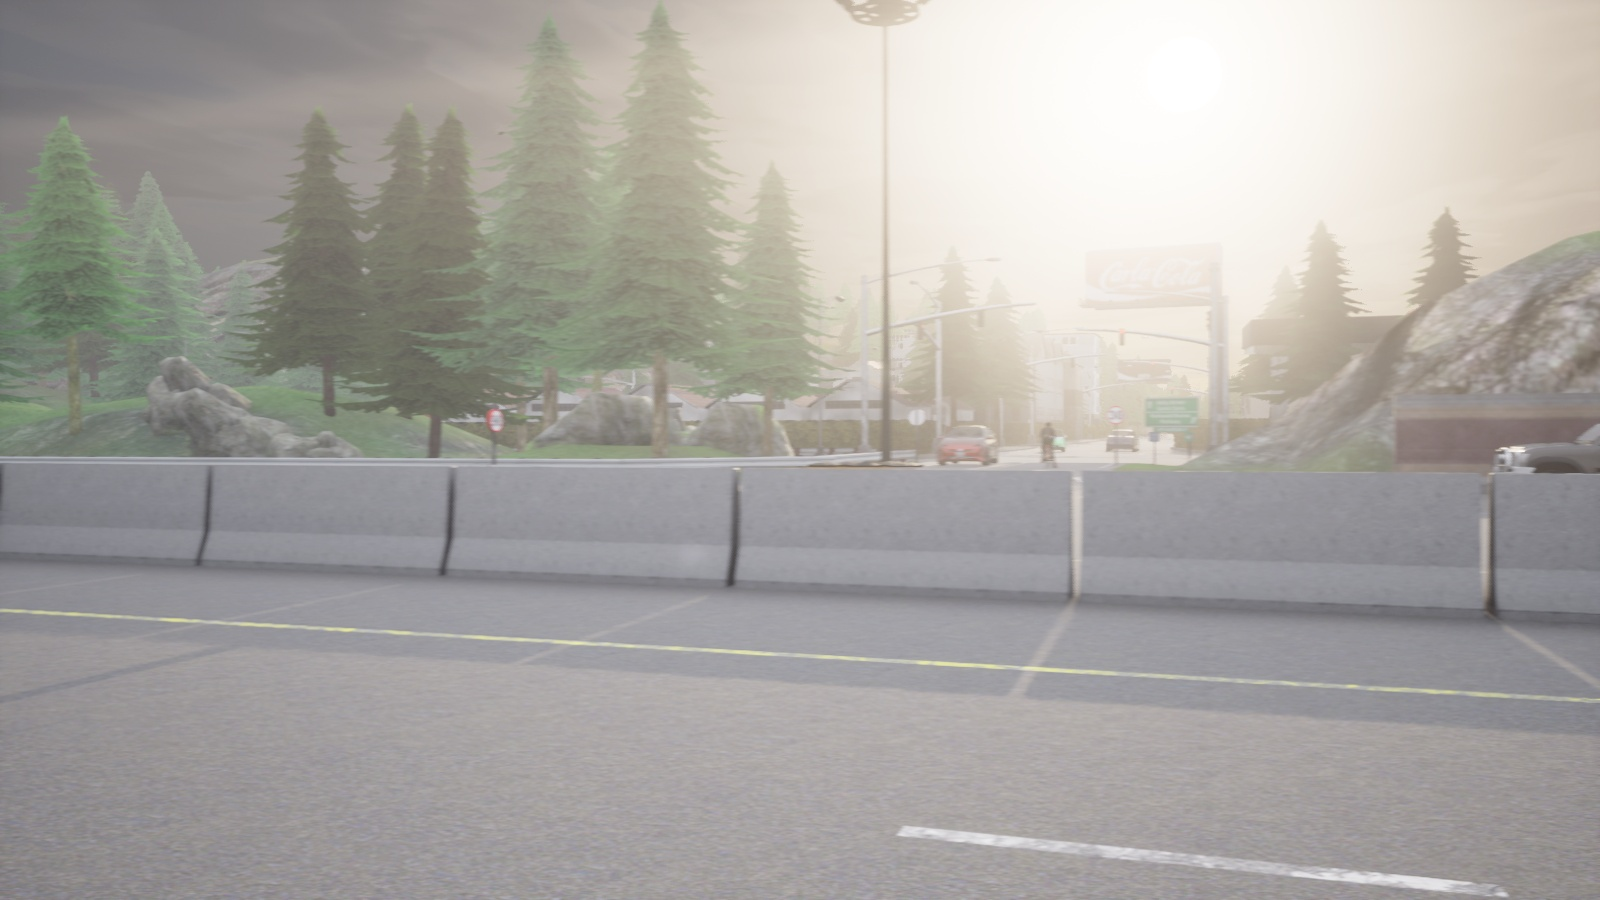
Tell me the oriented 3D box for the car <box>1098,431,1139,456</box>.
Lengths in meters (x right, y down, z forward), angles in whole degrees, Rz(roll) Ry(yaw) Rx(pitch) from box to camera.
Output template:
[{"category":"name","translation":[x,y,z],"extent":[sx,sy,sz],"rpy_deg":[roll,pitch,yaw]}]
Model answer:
[{"category":"car","translation":[20.052,-0.438,78.911],"extent":[2.033,1.411,5.357],"rpy_deg":[2,2,18]}]

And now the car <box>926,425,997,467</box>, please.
[{"category":"car","translation":[6.280,-0.174,48.348],"extent":[2.007,1.525,4.514],"rpy_deg":[1,1,17]}]

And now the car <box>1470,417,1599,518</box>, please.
[{"category":"car","translation":[15.475,0.320,23.833],"extent":[4.605,1.855,1.932],"rpy_deg":[1,1,18]}]

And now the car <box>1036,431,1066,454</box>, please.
[{"category":"car","translation":[14.910,-0.452,74.518],"extent":[1.481,1.376,2.207],"rpy_deg":[1,1,18]}]
